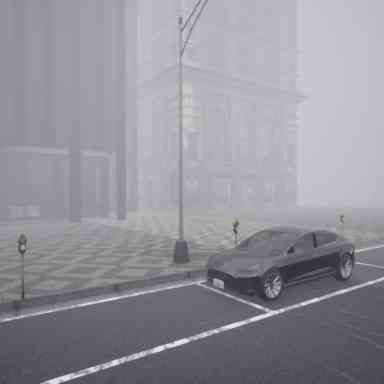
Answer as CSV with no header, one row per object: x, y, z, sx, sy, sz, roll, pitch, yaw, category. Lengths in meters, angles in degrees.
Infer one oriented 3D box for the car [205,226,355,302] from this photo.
2.339,1.564,8.298,4.313,1.339,1.947,0,0,-35,car
